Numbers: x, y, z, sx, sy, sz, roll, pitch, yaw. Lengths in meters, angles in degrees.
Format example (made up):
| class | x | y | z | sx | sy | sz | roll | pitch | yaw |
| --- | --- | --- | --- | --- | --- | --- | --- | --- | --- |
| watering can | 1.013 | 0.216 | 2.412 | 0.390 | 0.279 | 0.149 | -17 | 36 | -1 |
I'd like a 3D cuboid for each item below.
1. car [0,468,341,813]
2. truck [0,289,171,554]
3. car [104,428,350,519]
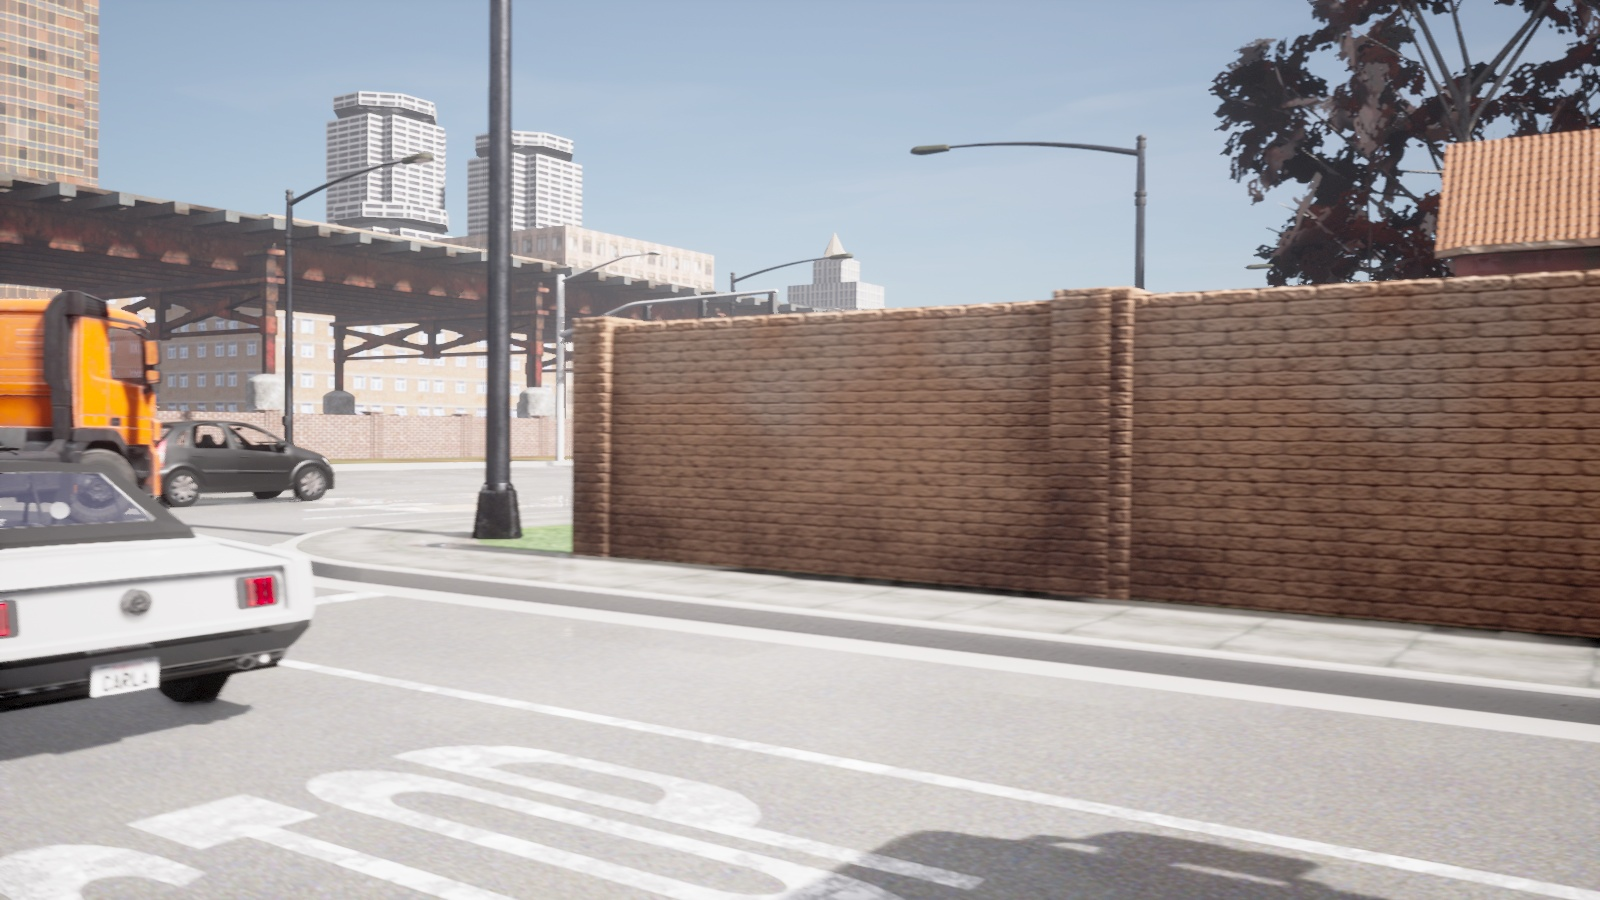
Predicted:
| class | x | y | z | sx | sy | sz | roll | pitch | yaw |
| --- | --- | --- | --- | --- | --- | --- | --- | --- | --- |
| car | -4.802 | 0.782 | 6.817 | 4.718 | 1.301 | 1.895 | 0 | 1 | 34 |
| truck | -11.872 | -0.371 | 16.592 | 2.891 | 3.462 | 7.936 | 0 | 1 | 2 |
| car | -11.120 | 0.392 | 24.610 | 1.851 | 1.617 | 3.988 | 0 | 1 | 34 |
